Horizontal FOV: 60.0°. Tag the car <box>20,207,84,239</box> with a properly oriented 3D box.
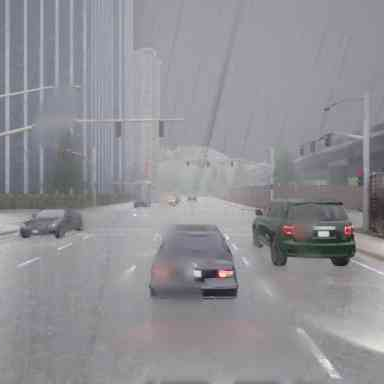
[{"bbox_3d":[-7.095,1.524,17.382,1.812,1.442,4.674,0,0,0],"label":"car"}]

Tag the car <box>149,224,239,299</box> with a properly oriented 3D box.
[{"bbox_3d":[0.057,1.547,8.611,2.033,1.411,5.357,0,0,1],"label":"car"}]

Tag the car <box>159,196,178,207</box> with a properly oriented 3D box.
[{"bbox_3d":[-3.580,1.477,52.092,1.882,1.535,5.008,0,0,0],"label":"car"}]

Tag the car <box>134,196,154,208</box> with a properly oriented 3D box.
[{"bbox_3d":[-7.086,1.601,47.568,1.895,1.301,4.718,0,0,0],"label":"car"}]

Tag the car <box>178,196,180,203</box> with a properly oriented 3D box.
[{"bbox_3d":[-3.551,1.477,61.516,1.882,1.535,5.008,0,0,0],"label":"car"}]

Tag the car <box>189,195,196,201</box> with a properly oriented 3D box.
[{"bbox_3d":[0.024,1.500,88.874,1.837,1.490,4.892,0,0,0],"label":"car"}]

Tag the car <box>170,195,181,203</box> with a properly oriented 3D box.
[{"bbox_3d":[-3.481,1.525,71.673,2.128,1.511,4.902,0,0,0],"label":"car"}]

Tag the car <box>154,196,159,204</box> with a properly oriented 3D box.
[{"bbox_3d":[-7.049,1.492,61.807,2.128,1.511,4.902,0,0,0],"label":"car"}]

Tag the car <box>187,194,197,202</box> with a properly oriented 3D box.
[{"bbox_3d":[0.021,1.355,78.630,2.097,1.767,4.553,0,0,0],"label":"car"}]

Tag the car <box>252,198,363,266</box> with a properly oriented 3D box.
[{"bbox_3d":[3.574,1.221,11.645,2.150,2.045,5.566,0,0,1],"label":"car"}]
